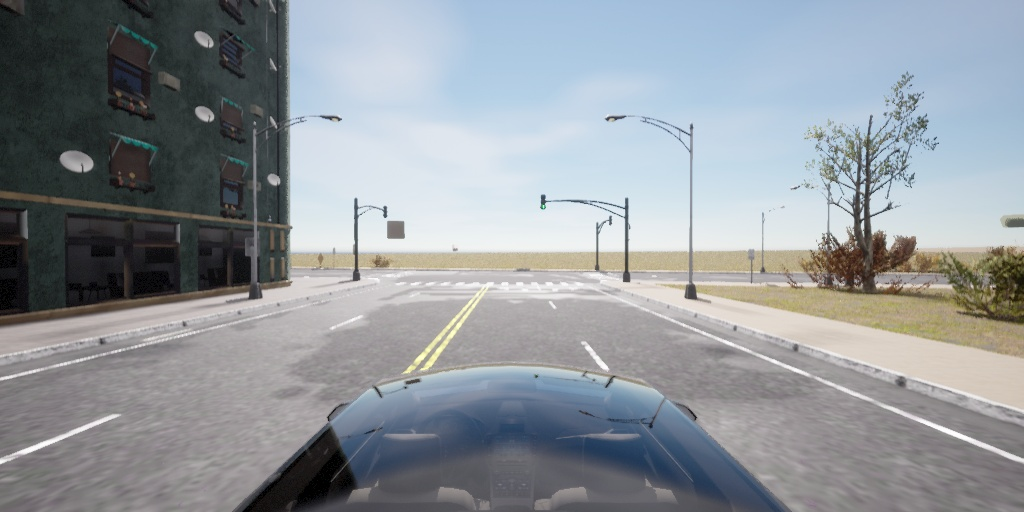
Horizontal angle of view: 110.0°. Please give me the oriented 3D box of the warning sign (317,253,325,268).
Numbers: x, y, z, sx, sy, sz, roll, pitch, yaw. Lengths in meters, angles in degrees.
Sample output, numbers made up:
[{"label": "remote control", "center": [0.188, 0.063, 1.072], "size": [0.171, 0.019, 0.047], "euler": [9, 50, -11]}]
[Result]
[{"label": "warning sign", "center": [-23.468, 0.561, 43.935], "size": [1.060, 1.860, 1.300], "euler": [0, 0, 1]}]
